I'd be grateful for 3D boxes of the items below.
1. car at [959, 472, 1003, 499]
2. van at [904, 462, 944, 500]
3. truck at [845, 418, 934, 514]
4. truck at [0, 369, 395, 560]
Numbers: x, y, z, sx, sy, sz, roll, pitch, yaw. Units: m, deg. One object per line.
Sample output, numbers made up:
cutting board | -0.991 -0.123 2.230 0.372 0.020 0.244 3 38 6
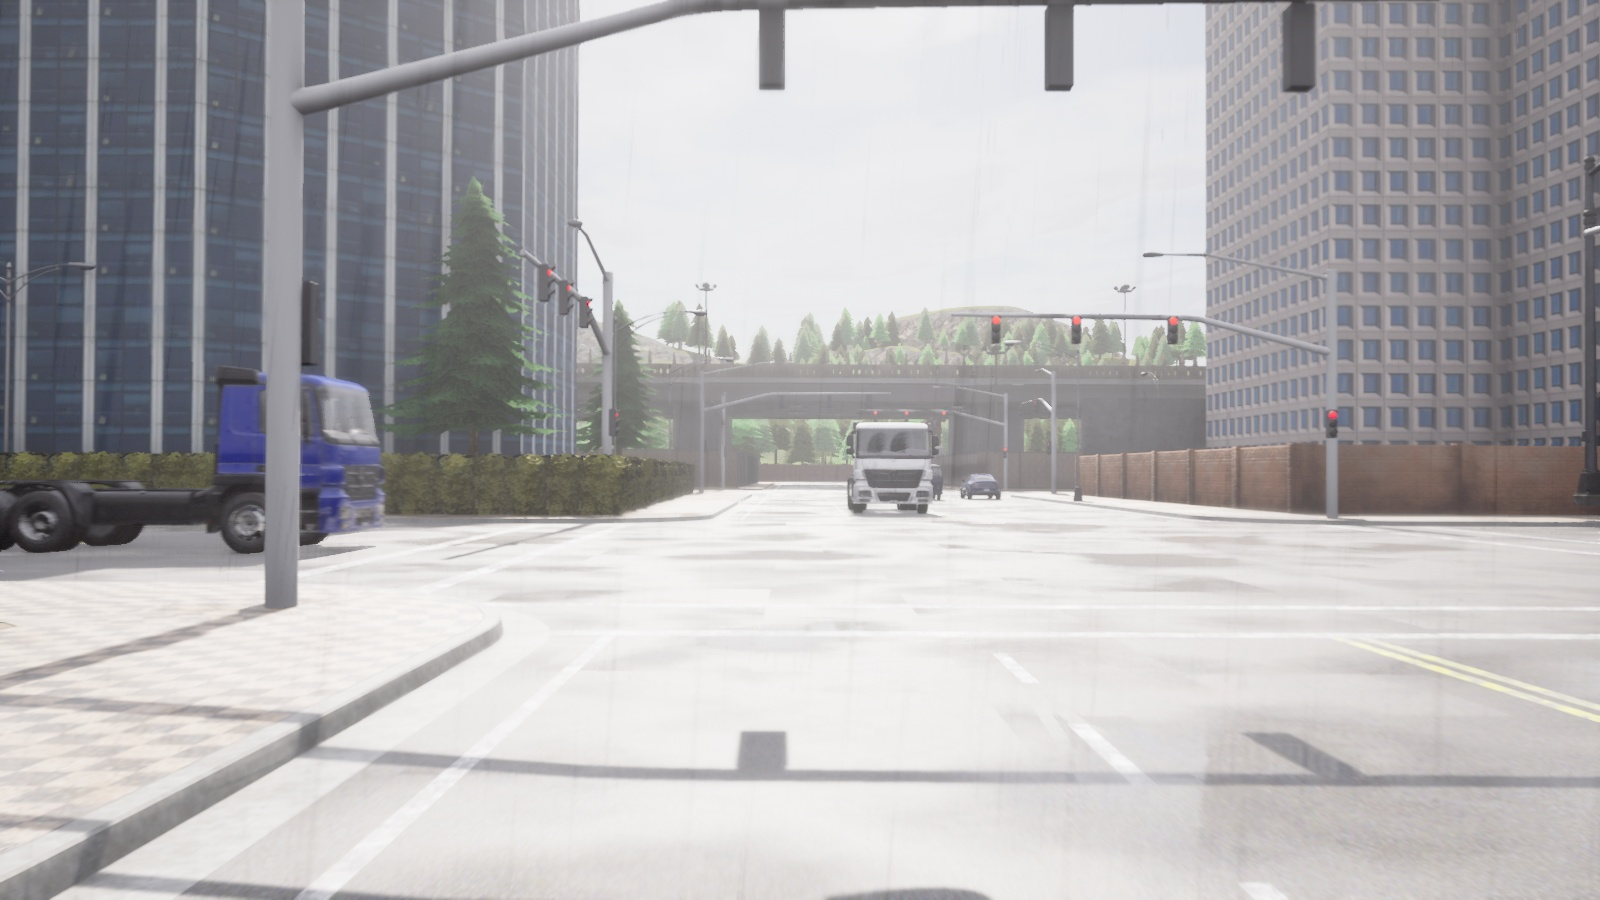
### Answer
car | 10.309 2.000 71.738 1.812 1.442 4.674 0 -1 0
van | 6.814 1.703 69.478 1.775 1.987 4.442 0 -1 0
truck | 3.364 0.643 49.206 2.891 3.462 7.936 0 -1 0
truck | -12.307 0.290 24.393 7.936 3.462 2.891 0 -1 -1
